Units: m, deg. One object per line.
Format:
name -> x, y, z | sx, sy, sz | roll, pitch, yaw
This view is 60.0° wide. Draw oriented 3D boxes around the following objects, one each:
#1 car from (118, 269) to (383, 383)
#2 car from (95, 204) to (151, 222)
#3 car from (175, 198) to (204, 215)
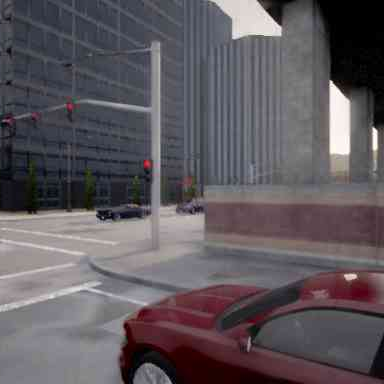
car -> 1.495, 1.478, 2.926 | 5.008, 1.535, 1.882 | 0, 0, 35
car -> -5.635, 1.690, 27.555 | 1.895, 1.301, 4.718 | 0, 0, 36
car -> 0.169, 1.441, 35.627 | 2.097, 1.767, 4.553 | 0, 0, 36
